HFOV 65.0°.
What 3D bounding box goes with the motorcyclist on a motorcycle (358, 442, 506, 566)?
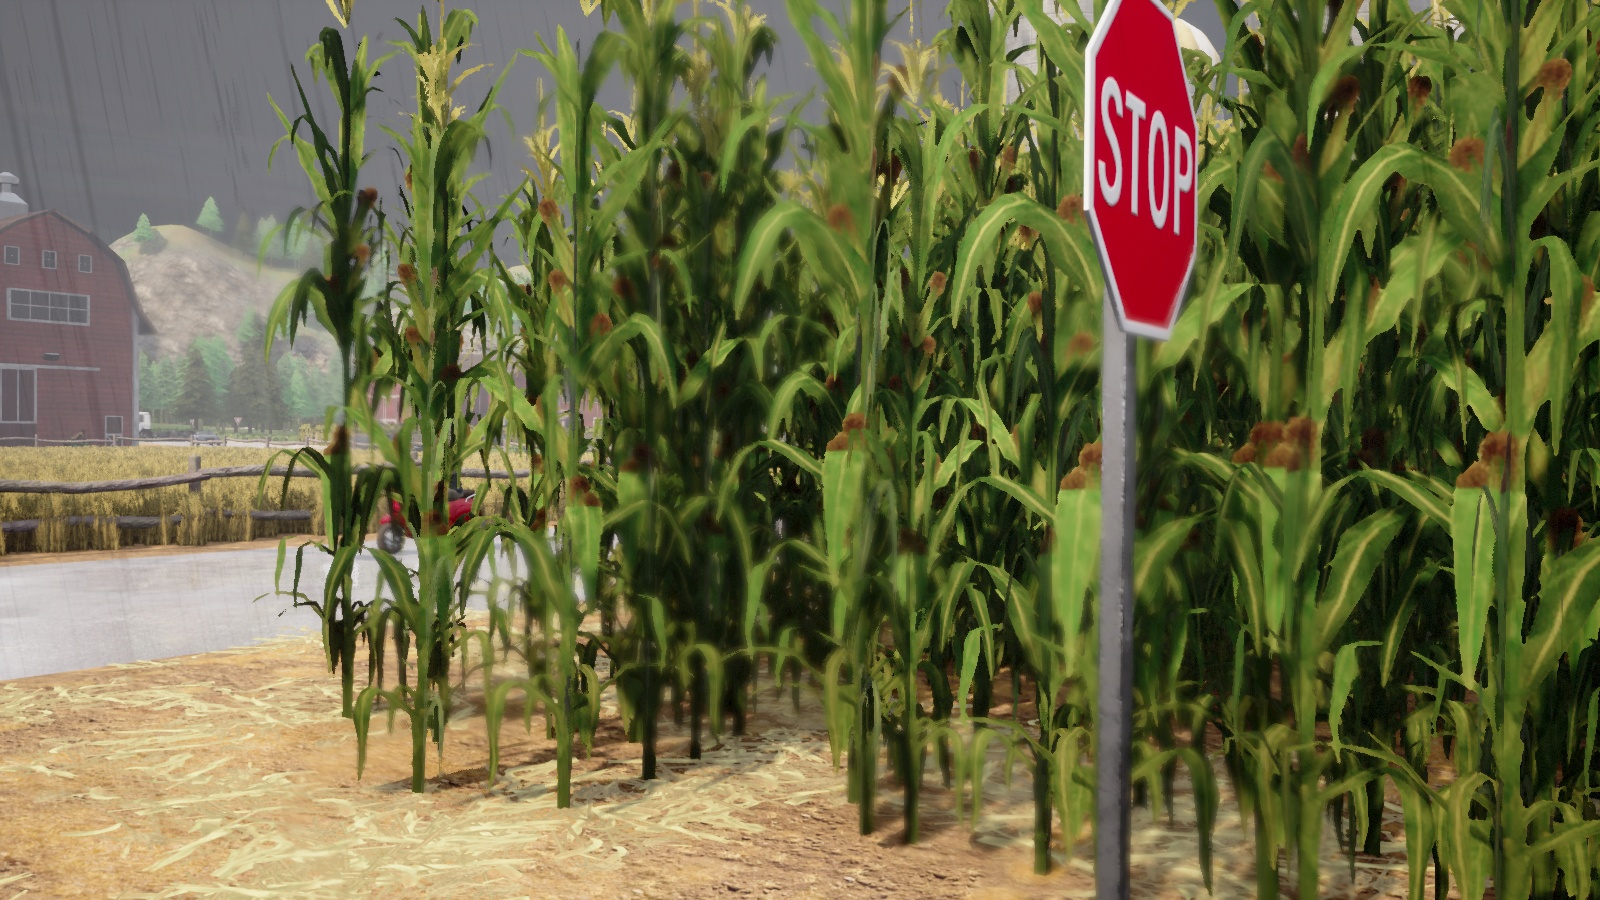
[{"bbox_3d":[-5.014,0.695,17.219,0.866,1.590,1.817,0,1,33],"label":"motorcyclist on a motorcycle"}]
